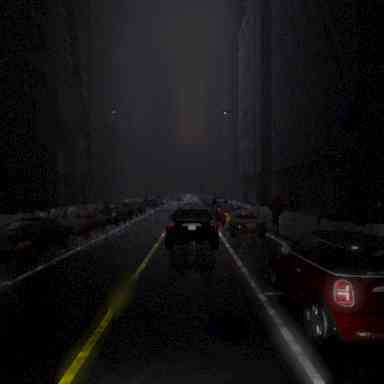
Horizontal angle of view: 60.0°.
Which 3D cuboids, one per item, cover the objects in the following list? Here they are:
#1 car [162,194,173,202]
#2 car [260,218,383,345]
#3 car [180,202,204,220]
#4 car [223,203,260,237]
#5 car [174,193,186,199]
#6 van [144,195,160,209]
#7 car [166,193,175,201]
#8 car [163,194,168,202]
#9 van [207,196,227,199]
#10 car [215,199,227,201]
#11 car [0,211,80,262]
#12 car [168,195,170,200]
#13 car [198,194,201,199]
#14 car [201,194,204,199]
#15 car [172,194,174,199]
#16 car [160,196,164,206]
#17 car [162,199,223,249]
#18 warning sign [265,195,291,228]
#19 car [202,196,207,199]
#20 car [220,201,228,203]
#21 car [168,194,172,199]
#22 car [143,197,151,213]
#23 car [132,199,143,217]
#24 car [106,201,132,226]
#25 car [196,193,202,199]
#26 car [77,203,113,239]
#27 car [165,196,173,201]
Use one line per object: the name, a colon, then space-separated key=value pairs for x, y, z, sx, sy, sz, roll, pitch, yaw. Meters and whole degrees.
car: x=-5.759 y=1.326 z=79.212 sx=2.192 sy=1.841 sz=5.009 roll=0 pitch=0 yaw=0
car: x=2.766 y=1.440 z=6.395 sx=1.967 sy=1.590 sz=4.097 roll=0 pitch=0 yaw=0
car: x=0.000 y=1.620 z=29.680 sx=1.895 sy=1.301 sz=4.718 roll=0 pitch=0 yaw=0
car: x=2.766 y=1.527 z=17.770 sx=1.752 sy=1.417 sz=4.829 roll=0 pitch=0 yaw=0
car: x=-3.000 y=1.457 z=76.685 sx=1.837 sy=1.490 sz=4.892 roll=0 pitch=0 yaw=0
van: x=-5.759 y=1.346 z=45.602 sx=1.690 sy=1.788 sz=3.998 roll=0 pitch=0 yaw=0
car: x=-5.759 y=1.330 z=90.415 sx=2.192 sy=1.841 sz=5.009 roll=0 pitch=0 yaw=0
car: x=-5.759 y=1.447 z=56.805 sx=1.967 sy=1.590 sz=4.097 roll=0 pitch=0 yaw=0
van: x=2.766 y=1.344 z=34.406 sx=1.690 sy=1.788 sz=3.998 roll=0 pitch=0 yaw=0
car: x=2.766 y=1.547 z=28.804 sx=1.887 sy=1.381 sz=4.507 roll=0 pitch=0 yaw=0
car: x=-5.760 y=1.583 z=11.990 sx=1.802 sy=1.307 sz=4.206 roll=0 pitch=0 yaw=0
car: x=-5.760 y=1.573 z=62.406 sx=1.947 sy=1.339 sz=4.313 roll=0 pitch=0 yaw=0
car: x=2.766 y=1.553 z=68.019 sx=1.887 sy=1.381 sz=4.507 roll=0 pitch=0 yaw=0
car: x=2.766 y=1.446 z=51.213 sx=1.967 sy=1.590 sz=4.097 roll=0 pitch=0 yaw=0
car: x=-5.760 y=1.575 z=73.610 sx=1.947 sy=1.339 sz=4.313 roll=0 pitch=0 yaw=0
car: x=-5.760 y=1.587 z=51.203 sx=1.802 sy=1.307 sz=4.206 roll=0 pitch=0 yaw=0
car: x=0.000 y=1.368 z=14.620 sx=2.097 sy=1.767 sz=4.553 roll=0 pitch=0 yaw=0
warning sign: x=5.064 y=1.117 z=19.680 sx=1.300 sy=1.860 sz=1.060 roll=0 pitch=0 yaw=0
car: x=2.766 y=1.549 z=45.611 sx=1.887 sy=1.381 sz=4.507 roll=0 pitch=0 yaw=0
car: x=2.766 y=1.547 z=23.202 sx=1.887 sy=1.381 sz=4.507 roll=0 pitch=0 yaw=0
car: x=-5.759 y=1.448 z=68.008 sx=1.967 sy=1.590 sz=4.097 roll=0 pitch=0 yaw=0
car: x=-5.759 y=1.548 z=34.398 sx=1.887 sy=1.381 sz=4.507 roll=0 pitch=0 yaw=0
car: x=-5.759 y=1.547 z=28.795 sx=1.887 sy=1.381 sz=4.507 roll=0 pitch=0 yaw=0
car: x=-5.759 y=1.442 z=23.194 sx=1.967 sy=1.590 sz=4.097 roll=0 pitch=0 yaw=0
car: x=2.765 y=1.578 z=84.826 sx=1.947 sy=1.339 sz=4.313 roll=0 pitch=0 yaw=0
car: x=-5.759 y=1.527 z=17.422 sx=1.752 sy=1.417 sz=4.829 roll=0 pitch=0 yaw=0
car: x=-5.760 y=1.594 z=84.813 sx=1.802 sy=1.307 sz=4.206 roll=0 pitch=0 yaw=0
